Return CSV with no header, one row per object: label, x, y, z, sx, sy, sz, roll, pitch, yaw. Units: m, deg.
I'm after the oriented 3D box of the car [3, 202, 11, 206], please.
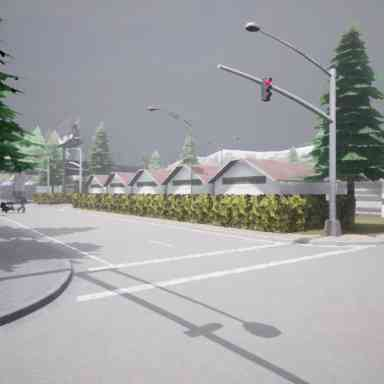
car,-19.363,1.370,36.025,2.128,1.511,4.902,0,0,-37
